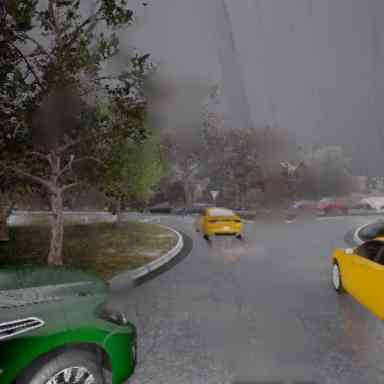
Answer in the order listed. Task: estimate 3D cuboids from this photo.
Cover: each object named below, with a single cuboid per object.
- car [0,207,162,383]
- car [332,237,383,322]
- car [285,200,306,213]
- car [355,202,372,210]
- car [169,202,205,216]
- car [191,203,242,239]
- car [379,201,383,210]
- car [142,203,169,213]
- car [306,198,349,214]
[{"bbox_3d":[-3.052,1.217,2.244,2.150,2.045,5.566,0,0,44],"label":"car"},{"bbox_3d":[3.993,1.497,5.878,1.882,1.535,5.008,0,0,7],"label":"car"},{"bbox_3d":[14.693,1.876,44.827,4.553,1.767,2.097,1,-1,-29],"label":"car"},{"bbox_3d":[29.062,2.374,56.414,1.994,1.385,4.181,0,-1,39],"label":"car"},{"bbox_3d":[0.369,1.771,34.913,4.674,1.442,1.812,0,0,-18],"label":"car"},{"bbox_3d":[1.305,1.585,18.164,1.882,1.535,5.008,0,0,-7],"label":"car"},{"bbox_3d":[32.941,2.291,56.099,1.882,1.535,5.008,0,-1,37],"label":"car"},{"bbox_3d":[-3.561,1.846,36.657,4.718,1.301,1.895,0,0,-15],"label":"car"},{"bbox_3d":[17.740,1.759,42.713,5.566,2.045,2.150,1,-1,-30],"label":"car"}]
